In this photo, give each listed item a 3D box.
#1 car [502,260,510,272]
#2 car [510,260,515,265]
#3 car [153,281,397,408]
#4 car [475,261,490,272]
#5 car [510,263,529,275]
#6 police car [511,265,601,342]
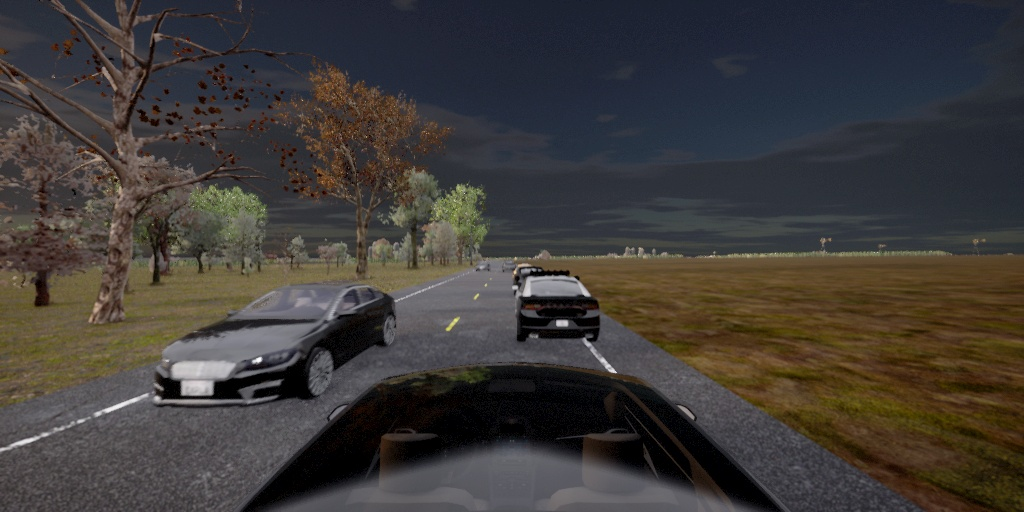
[{"bbox_3d":[-0.362,1.431,49.000,2.128,1.511,4.902,0,0,-1],"label":"car"},{"bbox_3d":[0.945,1.296,26.131,1.801,1.575,5.366,0,0,0],"label":"car"},{"bbox_3d":[-3.609,1.258,6.561,2.128,1.511,4.902,0,0,0],"label":"car"},{"bbox_3d":[-4.008,1.434,49.804,2.128,1.511,4.902,0,0,-1],"label":"car"},{"bbox_3d":[0.991,1.322,19.935,1.837,1.490,4.892,0,0,0],"label":"car"},{"bbox_3d":[1.038,1.204,10.035,1.930,1.638,5.238,0,0,0],"label":"police car"}]
